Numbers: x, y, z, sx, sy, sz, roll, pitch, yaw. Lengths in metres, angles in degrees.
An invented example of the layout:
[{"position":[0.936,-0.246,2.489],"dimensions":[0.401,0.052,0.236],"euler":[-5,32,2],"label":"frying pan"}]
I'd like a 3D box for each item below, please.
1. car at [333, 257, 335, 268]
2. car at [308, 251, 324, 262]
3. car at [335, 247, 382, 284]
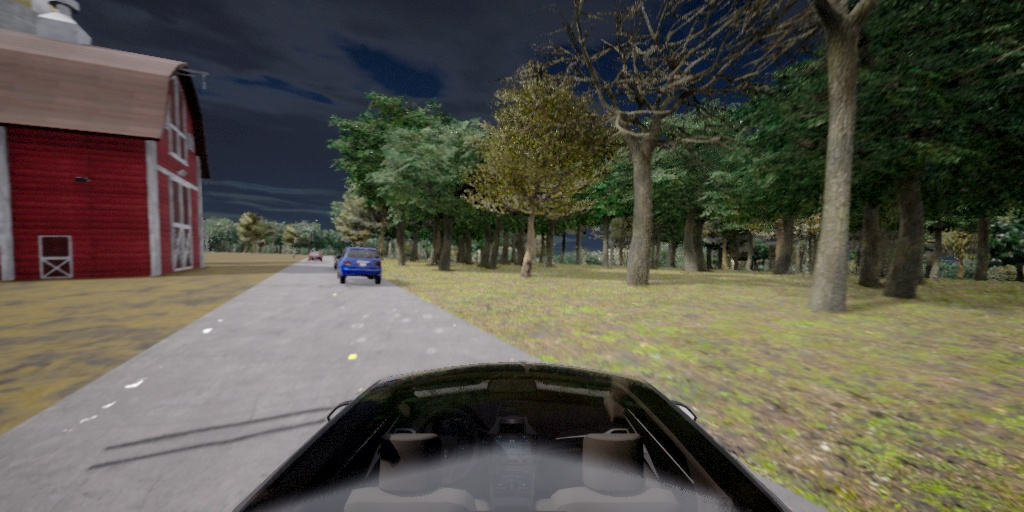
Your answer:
[{"position":[-15.937,0.497,34.253],"dimensions":[2.128,1.511,4.902],"euler":[3,0,-28],"label":"car"},{"position":[-29.282,0.049,53.460],"dimensions":[1.882,1.535,5.008],"euler":[3,-1,-28],"label":"car"},{"position":[-9.238,0.509,21.664],"dimensions":[2.150,2.045,5.566],"euler":[3,0,-28],"label":"car"}]
